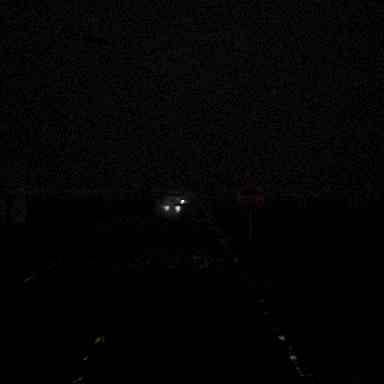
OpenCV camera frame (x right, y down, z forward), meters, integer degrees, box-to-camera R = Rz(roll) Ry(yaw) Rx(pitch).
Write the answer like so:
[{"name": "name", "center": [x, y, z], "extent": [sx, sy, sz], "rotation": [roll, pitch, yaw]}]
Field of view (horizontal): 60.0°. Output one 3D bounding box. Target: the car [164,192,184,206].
[{"name": "car", "center": [-2.738, 1.011, 48.009], "extent": [2.150, 2.045, 5.566], "rotation": [0, 2, 0]}]

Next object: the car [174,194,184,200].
[{"name": "car", "center": [-2.731, 1.108, 71.906], "extent": [1.895, 1.301, 4.718], "rotation": [0, 0, 0]}]
